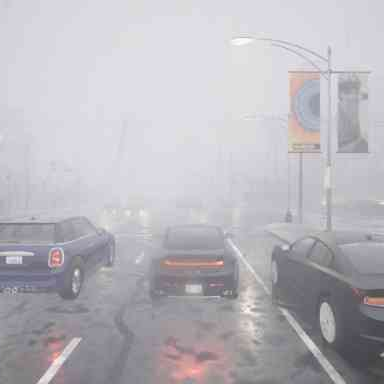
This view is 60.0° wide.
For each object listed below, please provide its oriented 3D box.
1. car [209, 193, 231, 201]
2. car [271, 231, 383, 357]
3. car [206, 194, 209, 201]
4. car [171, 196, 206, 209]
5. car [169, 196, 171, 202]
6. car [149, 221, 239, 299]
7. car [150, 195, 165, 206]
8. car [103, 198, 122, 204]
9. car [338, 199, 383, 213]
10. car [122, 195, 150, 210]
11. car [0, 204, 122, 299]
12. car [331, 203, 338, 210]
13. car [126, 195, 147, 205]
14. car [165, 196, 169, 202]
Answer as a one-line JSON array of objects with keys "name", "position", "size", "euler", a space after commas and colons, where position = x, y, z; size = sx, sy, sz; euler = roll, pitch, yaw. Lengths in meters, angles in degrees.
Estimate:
[{"name": "car", "position": [7.673, 1.225, 83.612], "size": [5.566, 2.045, 2.150], "euler": [0, 0, -44]}, {"name": "car", "position": [2.892, 1.480, 6.284], "size": [2.097, 1.535, 5.008], "euler": [0, 0, 0]}, {"name": "car", "position": [4.484, 1.355, 85.452], "size": [4.553, 1.767, 2.097], "euler": [0, 0, -44]}, {"name": "car", "position": [-0.510, 1.564, 44.440], "size": [1.994, 1.385, 4.181], "euler": [0, 0, -36]}, {"name": "car", "position": [-2.235, 1.540, 70.847], "size": [2.033, 1.411, 5.357], "euler": [0, 0, 26]}, {"name": "car", "position": [0.049, 1.505, 8.443], "size": [1.837, 1.490, 4.892], "euler": [0, 0, 0]}, {"name": "car", "position": [-6.525, 1.353, 56.713], "size": [2.097, 1.767, 4.553], "euler": [0, 0, 9]}, {"name": "car", "position": [-10.611, 1.548, 45.170], "size": [2.033, 1.411, 5.357], "euler": [0, 0, 1]}, {"name": "car", "position": [19.103, 1.564, 37.016], "size": [4.181, 1.385, 1.994], "euler": [0, 0, 0]}, {"name": "car", "position": [-7.100, 1.351, 42.844], "size": [2.097, 1.767, 4.553], "euler": [0, 0, 1]}, {"name": "car", "position": [-3.450, 1.352, 8.625], "size": [2.097, 1.767, 4.553], "euler": [0, 0, 0]}, {"name": "car", "position": [19.515, 1.547, 40.519], "size": [5.357, 1.411, 2.033], "euler": [0, 0, -1]}, {"name": "car", "position": [-9.759, 1.352, 58.803], "size": [2.097, 1.767, 4.553], "euler": [0, 0, 11]}, {"name": "car", "position": [-5.021, 1.553, 73.059], "size": [1.994, 1.385, 4.181], "euler": [0, 0, 26]}]
